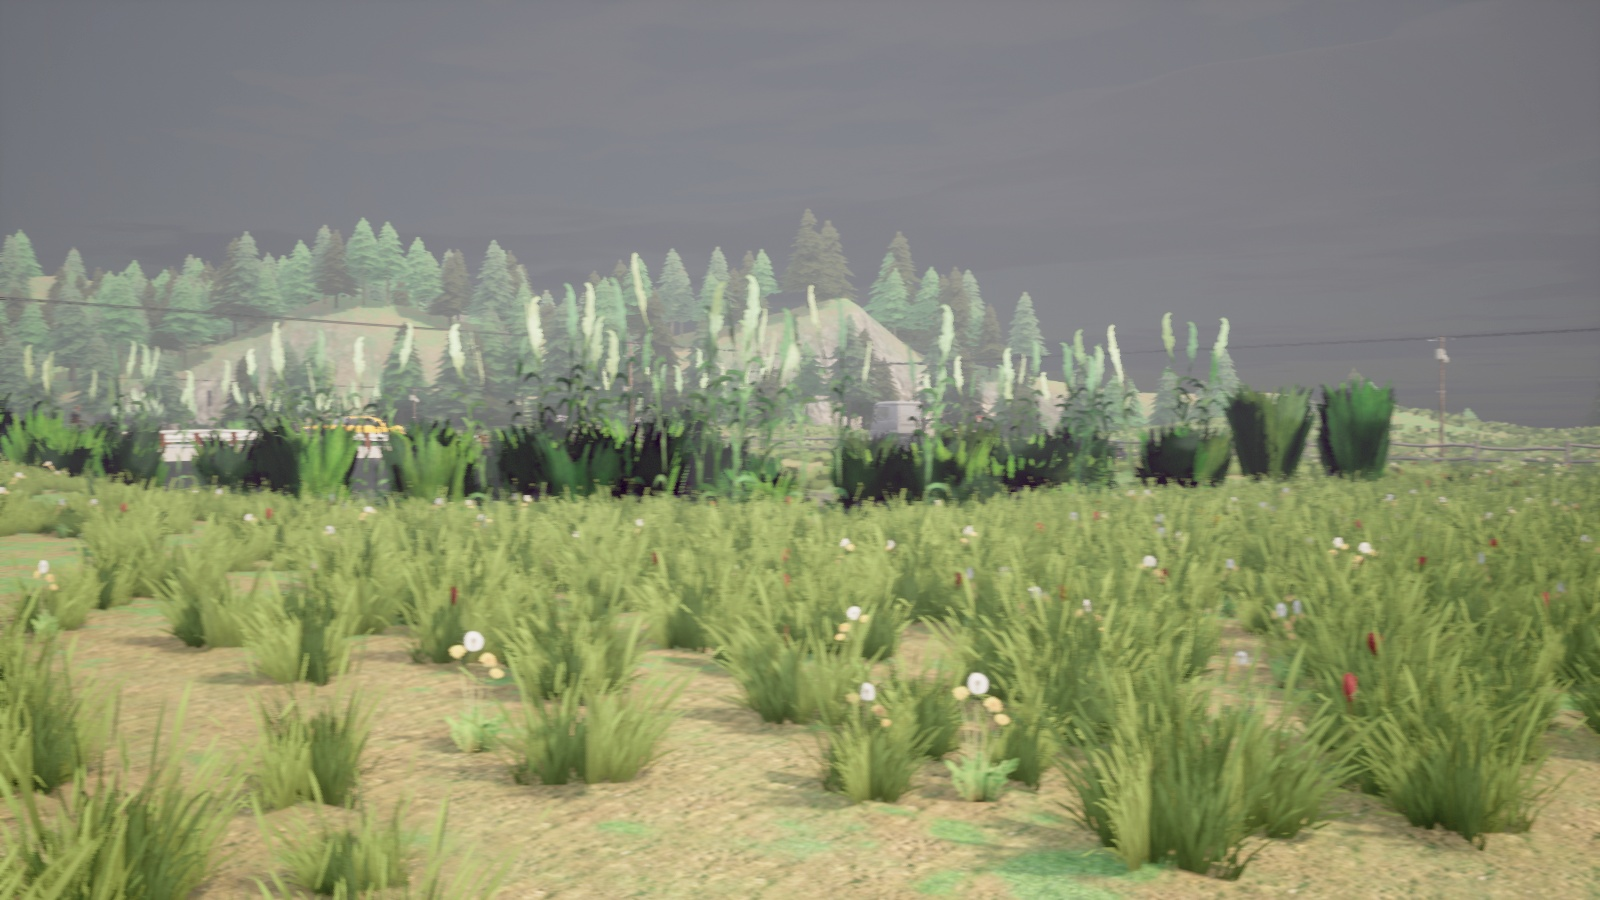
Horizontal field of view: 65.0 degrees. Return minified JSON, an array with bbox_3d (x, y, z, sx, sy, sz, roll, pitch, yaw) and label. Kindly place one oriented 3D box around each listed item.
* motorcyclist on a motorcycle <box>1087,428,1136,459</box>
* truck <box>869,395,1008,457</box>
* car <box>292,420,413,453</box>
[{"bbox_3d":[15.572,-0.317,62.842,2.191,1.530,0.866,0,1,41],"label":"motorcyclist on a motorcycle"},{"bbox_3d":[8.047,-1.401,73.732,7.936,3.462,2.891,0,1,42],"label":"truck"},{"bbox_3d":[-21.879,-0.637,61.606,1.801,1.575,5.366,0,0,43],"label":"car"}]
